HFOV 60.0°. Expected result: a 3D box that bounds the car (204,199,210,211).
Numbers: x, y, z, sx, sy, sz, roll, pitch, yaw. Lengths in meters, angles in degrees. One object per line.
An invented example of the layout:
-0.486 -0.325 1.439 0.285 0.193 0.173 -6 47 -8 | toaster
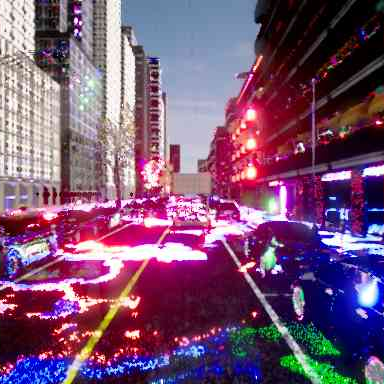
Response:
2.670 1.746 37.777 1.802 1.307 4.206 0 0 0 | car

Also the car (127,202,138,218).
-5.707 1.663 32.071 1.752 1.417 4.829 0 0 0 | car

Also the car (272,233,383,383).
2.687 1.570 4.582 2.008 1.369 4.403 0 0 0 | car

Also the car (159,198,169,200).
-5.720 1.797 59.734 1.752 1.417 4.829 0 0 0 | car

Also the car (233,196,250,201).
13.381 1.778 90.385 4.403 1.369 2.008 -1 1 -1 | car

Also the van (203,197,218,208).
2.667 1.532 43.311 1.690 1.788 3.998 0 0 0 | van

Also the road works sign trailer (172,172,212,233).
-0.011 0.549 20.384 2.380 3.560 2.880 0 0 0 | road works sign trailer

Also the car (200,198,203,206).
2.665 1.658 48.843 1.967 1.590 4.097 0 0 0 | car

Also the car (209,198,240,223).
2.676 1.552 26.712 1.967 1.590 4.097 0 0 0 | car

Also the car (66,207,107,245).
-5.699 1.616 15.643 2.008 1.369 4.403 0 0 0 | car

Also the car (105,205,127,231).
-5.702 1.633 21.175 1.887 1.381 4.507 0 0 0 | car

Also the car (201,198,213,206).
2.660 1.823 59.907 2.008 1.369 4.403 0 0 0 | car

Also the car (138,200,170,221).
-3.111 1.646 28.302 1.812 1.442 4.674 0 0 0 | car

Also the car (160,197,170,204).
-5.726 1.875 70.969 1.887 1.381 4.507 0 0 0 | car

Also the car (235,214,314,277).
2.684 1.592 10.115 2.008 1.369 4.403 0 0 0 | car

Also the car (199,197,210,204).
2.654 1.880 70.973 2.008 1.369 4.403 0 0 0 | car

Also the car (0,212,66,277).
-5.697 1.482 10.112 1.967 1.590 4.097 0 0 0 | car
